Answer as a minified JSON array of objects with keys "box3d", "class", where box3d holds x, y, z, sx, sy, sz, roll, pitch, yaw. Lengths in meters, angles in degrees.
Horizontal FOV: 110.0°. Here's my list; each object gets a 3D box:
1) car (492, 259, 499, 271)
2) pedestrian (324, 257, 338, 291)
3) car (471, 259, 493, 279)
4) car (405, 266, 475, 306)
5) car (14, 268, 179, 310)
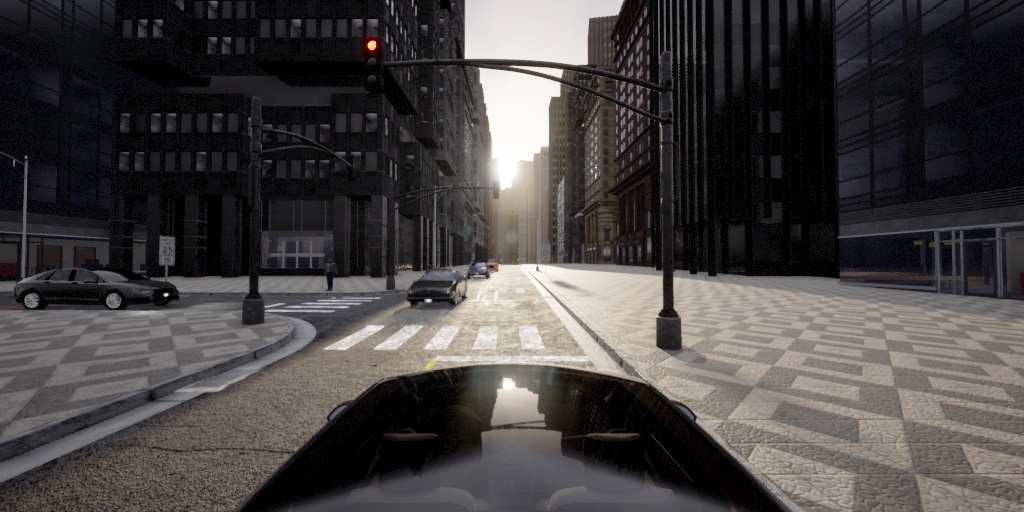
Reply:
[{"box3d":[-2.978,1.178,49.922,2.097,1.767,4.553,0,0,0],"class":"car"},{"box3d":[-9.967,0.974,19.623,0.375,1.860,0.375,0,-1,0],"class":"pedestrian"},{"box3d":[-3.034,1.299,33.503,1.812,1.442,4.674,0,0,0],"class":"car"},{"box3d":[-3.076,1.303,15.880,2.033,1.411,5.357,0,-1,0],"class":"car"},{"box3d":[-15.342,1.191,13.401,4.892,1.490,1.837,0,-1,0],"class":"car"}]
